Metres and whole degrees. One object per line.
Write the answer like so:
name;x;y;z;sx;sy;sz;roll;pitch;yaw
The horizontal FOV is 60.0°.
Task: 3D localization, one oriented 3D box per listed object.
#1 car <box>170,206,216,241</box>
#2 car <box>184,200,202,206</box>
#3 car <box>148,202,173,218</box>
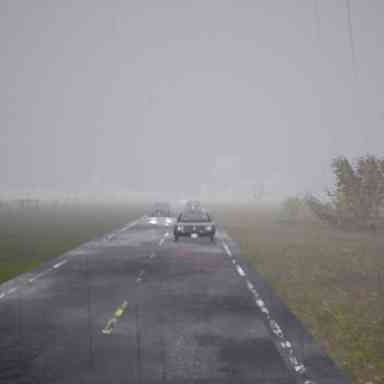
car;0.106;1.608;16.589;1.895;1.301;4.718;0;0;0
car;0.113;1.603;35.486;2.033;1.411;5.357;0;0;0
car;-2.832;1.603;30.861;1.994;1.385;4.181;0;0;0
